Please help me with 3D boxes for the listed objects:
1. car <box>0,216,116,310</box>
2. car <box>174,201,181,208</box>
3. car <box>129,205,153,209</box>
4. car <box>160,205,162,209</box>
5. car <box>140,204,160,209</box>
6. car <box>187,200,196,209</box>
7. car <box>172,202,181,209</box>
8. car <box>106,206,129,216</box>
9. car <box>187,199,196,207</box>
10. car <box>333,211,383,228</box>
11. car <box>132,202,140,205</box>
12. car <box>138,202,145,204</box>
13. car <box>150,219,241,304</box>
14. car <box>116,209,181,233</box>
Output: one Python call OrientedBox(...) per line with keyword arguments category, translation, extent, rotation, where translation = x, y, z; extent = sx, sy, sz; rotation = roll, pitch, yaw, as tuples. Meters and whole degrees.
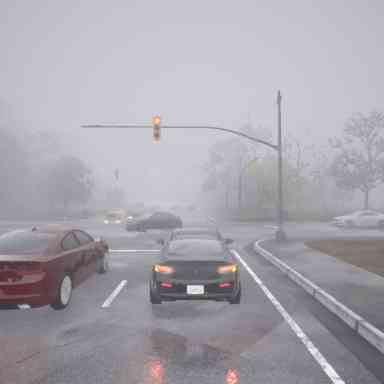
OrientedBox(category="car", translation=(-3.428, 1.555, 8.048), extent=(1.882, 1.535, 5.008), rotation=(0, -1, 0))
OrientedBox(category="car", translation=(-3.718, 3.215, 86.815), extent=(1.812, 1.442, 4.674), rotation=(0, 0, -3))
OrientedBox(category="car", translation=(-7.149, 3.029, 47.102), extent=(1.882, 1.535, 5.008), rotation=(0, -2, 1))
OrientedBox(category="car", translation=(-7.111, 3.301, 66.630), extent=(2.128, 1.511, 4.902), rotation=(0, 0, 0))
OrientedBox(category="car", translation=(-7.161, 3.248, 56.573), extent=(2.128, 1.511, 4.902), rotation=(0, -1, 0))
OrientedBox(category="car", translation=(-0.104, 3.294, 77.203), extent=(1.994, 1.385, 4.181), rotation=(0, 0, 0))
OrientedBox(category="car", translation=(-3.603, 3.346, 76.903), extent=(1.895, 1.301, 4.718), rotation=(0, 0, 0))
OrientedBox(category="car", translation=(-10.660, 3.025, 46.968), extent=(1.882, 1.535, 5.008), rotation=(0, -2, 0))
OrientedBox(category="car", translation=(-0.209, 2.882, 86.937), extent=(2.097, 1.767, 4.553), rotation=(0, 0, -3))
OrientedBox(category="car", translation=(14.603, 2.337, 28.672), extent=(4.674, 1.442, 1.812), rotation=(0, -2, -2))
OrientedBox(category="car", translation=(-10.659, 3.098, 55.828), extent=(2.097, 1.767, 4.553), rotation=(0, -1, 0))
OrientedBox(category="car", translation=(-10.611, 3.031, 66.488), extent=(2.150, 2.045, 5.566), rotation=(0, 0, 0))
OrientedBox(category="car", translation=(0.070, 1.605, 8.191), extent=(1.812, 1.442, 4.674), rotation=(0, -1, 0))
OrientedBox(category="car", translation=(-2.814, 2.142, 24.164), extent=(4.674, 1.442, 1.812), rotation=(2, -4, -41))
